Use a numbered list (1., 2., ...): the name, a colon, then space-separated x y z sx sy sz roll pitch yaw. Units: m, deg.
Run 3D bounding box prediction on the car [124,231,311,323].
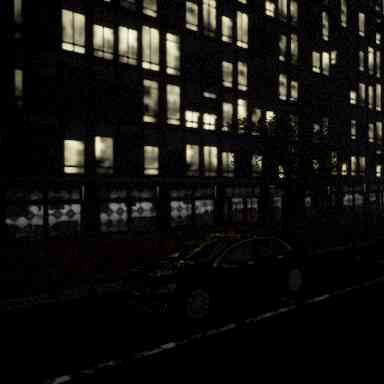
1. car: 0.724 1.549 7.087 4.403 1.369 2.008 0 -1 -36
